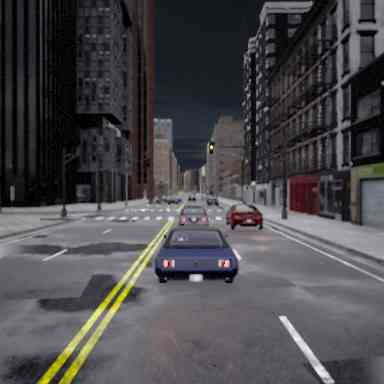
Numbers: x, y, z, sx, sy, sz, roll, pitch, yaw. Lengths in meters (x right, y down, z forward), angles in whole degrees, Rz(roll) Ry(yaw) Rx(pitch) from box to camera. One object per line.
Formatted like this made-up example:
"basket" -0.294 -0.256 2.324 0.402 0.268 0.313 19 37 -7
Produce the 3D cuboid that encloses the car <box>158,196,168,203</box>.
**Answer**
"car" -6.494 1.574 74.393 1.882 1.535 5.008 0 0 0

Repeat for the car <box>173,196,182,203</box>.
"car" -3.244 1.574 74.045 1.882 1.535 5.008 0 0 0

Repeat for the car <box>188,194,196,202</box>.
"car" 0.007 1.573 78.357 1.882 1.535 5.008 0 0 0

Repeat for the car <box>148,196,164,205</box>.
"car" -6.558 1.578 58.875 1.837 1.490 4.892 0 0 0

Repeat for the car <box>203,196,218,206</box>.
"car" 3.355 1.574 55.880 1.837 1.490 4.892 0 0 0

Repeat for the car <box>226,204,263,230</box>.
"car" 3.285 1.497 21.446 1.882 1.535 5.008 0 0 1

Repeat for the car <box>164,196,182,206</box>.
"car" -3.310 1.620 58.588 2.033 1.411 5.357 0 0 0

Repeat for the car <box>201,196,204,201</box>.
"car" 3.258 1.655 86.269 2.033 1.411 5.357 0 0 0

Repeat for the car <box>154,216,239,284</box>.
"car" 0.099 1.608 9.553 1.895 1.301 4.718 0 0 0

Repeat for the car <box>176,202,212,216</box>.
"car" 0.101 1.565 20.930 2.033 1.411 5.357 0 0 0

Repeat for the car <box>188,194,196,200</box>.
"car" 0.008 1.306 88.747 2.097 1.767 4.553 0 0 0
